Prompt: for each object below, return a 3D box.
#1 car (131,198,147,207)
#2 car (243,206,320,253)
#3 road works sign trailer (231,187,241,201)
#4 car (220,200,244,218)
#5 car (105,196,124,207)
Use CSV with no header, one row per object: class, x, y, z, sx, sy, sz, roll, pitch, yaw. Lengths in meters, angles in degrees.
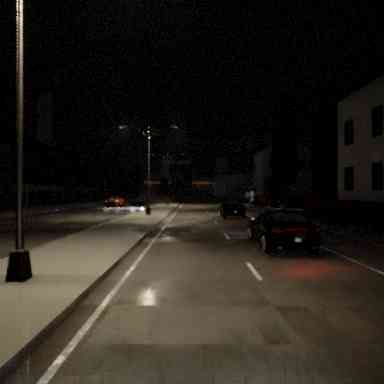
car,-8.075,1.576,51.072,1.895,1.301,4.718,0,0,0
car,3.567,1.472,13.680,1.882,1.535,5.008,0,0,0
road works sign trailer,11.994,0.424,87.808,2.380,3.560,2.880,0,0,35
car,3.570,1.464,29.814,1.882,1.535,5.008,0,0,0
car,-11.582,1.326,49.926,2.097,1.767,4.553,0,0,0
